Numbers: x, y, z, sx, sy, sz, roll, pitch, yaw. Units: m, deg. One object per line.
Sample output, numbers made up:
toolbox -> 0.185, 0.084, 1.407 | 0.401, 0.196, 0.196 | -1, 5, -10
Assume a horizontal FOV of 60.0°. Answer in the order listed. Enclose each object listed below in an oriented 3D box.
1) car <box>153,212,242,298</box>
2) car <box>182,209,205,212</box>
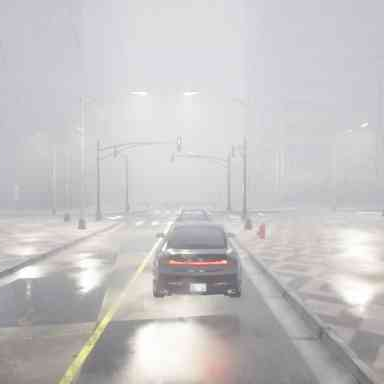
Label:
car -> 0.103, 1.502, 8.510 | 1.837, 1.490, 4.892 | 0, 0, 0
car -> 0.066, 1.556, 17.413 | 1.994, 1.385, 4.181 | 0, 0, 1
